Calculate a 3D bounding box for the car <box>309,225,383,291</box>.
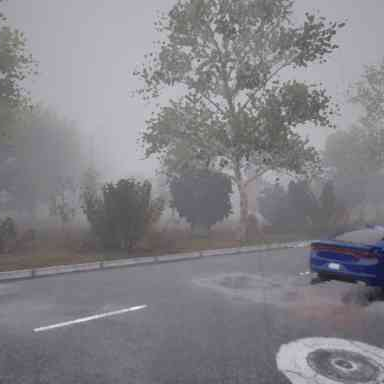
[{"bbox_3d":[5.320,1.673,9.316,5.008,1.535,1.882,2,-3,-37],"label":"car"}]
